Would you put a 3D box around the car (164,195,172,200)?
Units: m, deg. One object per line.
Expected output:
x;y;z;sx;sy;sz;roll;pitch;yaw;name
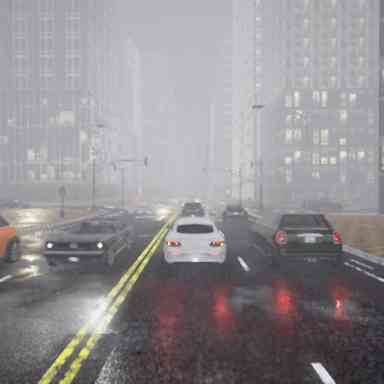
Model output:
-6.632;1.582;92.693;1.994;1.385;4.181;0;0;0;car

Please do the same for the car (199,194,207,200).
3.123;1.406;89.560;1.882;1.535;5.008;0;0;0;car

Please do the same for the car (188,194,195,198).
-0.127;1.430;89.555;1.837;1.490;4.892;0;0;0;car

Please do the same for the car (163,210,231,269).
0.087;1.537;11.048;1.812;1.442;4.674;0;0;0;car

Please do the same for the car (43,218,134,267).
-3.363;1.615;11.682;1.895;1.301;4.718;0;0;0;car

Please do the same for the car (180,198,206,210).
0.064;1.525;26.901;1.837;1.490;4.892;0;0;0;car

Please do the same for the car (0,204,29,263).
-6.609;1.366;8.904;2.097;1.767;4.553;0;0;0;car

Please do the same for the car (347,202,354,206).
21.741;1.680;50.000;4.829;1.417;1.752;0;0;1;car

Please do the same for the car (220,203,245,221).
3.315;1.582;27.104;1.994;1.385;4.181;0;0;0;car

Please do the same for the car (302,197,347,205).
16.144;1.552;41.706;5.009;1.841;2.192;0;0;1;car

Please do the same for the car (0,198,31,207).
-22.784;1.486;42.178;4.313;1.339;1.947;0;0;1;car

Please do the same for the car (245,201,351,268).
3.332;1.362;11.523;2.097;1.767;4.553;0;0;0;car
